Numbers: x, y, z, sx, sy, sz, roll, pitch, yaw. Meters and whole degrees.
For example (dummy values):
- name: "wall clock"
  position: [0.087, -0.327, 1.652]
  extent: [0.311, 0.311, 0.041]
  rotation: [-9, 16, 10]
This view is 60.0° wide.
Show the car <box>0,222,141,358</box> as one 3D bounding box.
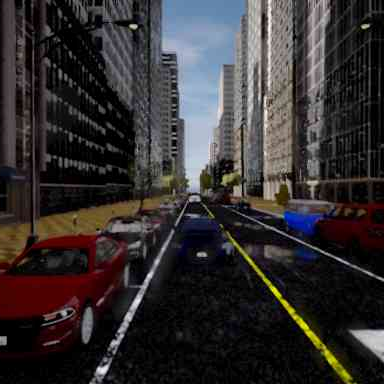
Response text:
- name: "car"
  position: [-2.326, 1.539, 6.239]
  extent: [1.887, 1.381, 4.507]
  rotation: [-1, 0, 0]

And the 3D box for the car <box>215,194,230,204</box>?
- name: "car"
  position: [6.188, 1.267, 63.055]
  extent: [2.192, 1.841, 5.009]
  rotation: [-1, 0, 0]

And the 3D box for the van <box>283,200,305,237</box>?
- name: "van"
  position: [6.079, 1.330, 17.586]
  extent: [1.690, 1.788, 3.998]
  rotation: [-1, 0, 0]

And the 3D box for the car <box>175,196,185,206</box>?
- name: "car"
  position: [-2.244, 1.518, 40.340]
  extent: [2.008, 1.369, 4.403]
  rotation: [-1, 0, 0]

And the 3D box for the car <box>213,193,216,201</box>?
- name: "car"
  position: [6.202, 1.262, 68.739]
  extent: [2.192, 1.841, 5.009]
  rotation: [-1, 0, 0]

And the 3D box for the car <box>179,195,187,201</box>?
- name: "car"
  position: [-2.149, 1.499, 80.126]
  extent: [1.947, 1.339, 4.313]
  rotation: [0, 0, 0]

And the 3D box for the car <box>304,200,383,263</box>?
- name: "car"
  position: [6.065, 1.308, 11.902]
  extent: [2.192, 1.841, 5.009]
  rotation: [-1, 0, 0]

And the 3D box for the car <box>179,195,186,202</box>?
- name: "car"
  position: [-2.217, 1.540, 51.708]
  extent: [1.802, 1.307, 4.206]
  rotation: [-1, 0, 0]

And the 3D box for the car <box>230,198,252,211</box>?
- name: "car"
  position: [6.136, 1.522, 40.320]
  extent: [2.008, 1.369, 4.403]
  rotation: [-1, 0, 0]

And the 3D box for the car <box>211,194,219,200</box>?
- name: "car"
  position: [6.258, 1.366, 91.473]
  extent: [1.967, 1.590, 4.097]
  rotation: [-1, 0, 0]

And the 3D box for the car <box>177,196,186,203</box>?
- name: "car"
  position: [-2.176, 1.469, 68.589]
  extent: [1.752, 1.417, 4.829]
  rotation: [-1, 0, 0]

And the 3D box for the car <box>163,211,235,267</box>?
- name: "car"
  position: [0.283, 1.554, 11.273]
  extent: [1.994, 1.385, 4.181]
  rotation: [0, 0, 0]

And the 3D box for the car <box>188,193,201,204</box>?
- name: "car"
  position: [0.510, 1.173, 63.608]
  extent: [2.150, 2.045, 5.566]
  rotation: [0, 0, 0]

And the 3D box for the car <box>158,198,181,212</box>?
- name: "car"
  position: [-2.272, 1.528, 28.973]
  extent: [2.008, 1.369, 4.403]
  rotation: [-1, 0, 0]

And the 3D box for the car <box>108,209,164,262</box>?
- name: "car"
  position: [-2.314, 1.541, 11.923]
  extent: [2.008, 1.369, 4.403]
  rotation: [-1, 0, 0]

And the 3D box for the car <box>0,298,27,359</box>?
- name: "car"
  position: [-2.340, 1.564, 0.555]
  extent: [1.947, 1.339, 4.313]
  rotation: [-1, 0, 0]

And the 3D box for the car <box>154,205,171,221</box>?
- name: "car"
  position: [-2.299, 1.568, 17.606]
  extent: [1.802, 1.307, 4.206]
  rotation: [-1, 0, 0]

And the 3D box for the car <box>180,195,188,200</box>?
- name: "car"
  position: [-2.121, 1.473, 91.494]
  extent: [2.008, 1.369, 4.403]
  rotation: [0, 0, 0]

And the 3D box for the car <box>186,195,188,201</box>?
- name: "car"
  position: [-2.204, 1.394, 57.391]
  extent: [1.967, 1.590, 4.097]
  rotation: [-1, 0, 0]

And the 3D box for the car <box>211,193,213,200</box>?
- name: "car"
  position: [6.231, 1.377, 80.106]
  extent: [1.967, 1.590, 4.097]
  rotation: [-1, 0, 0]
